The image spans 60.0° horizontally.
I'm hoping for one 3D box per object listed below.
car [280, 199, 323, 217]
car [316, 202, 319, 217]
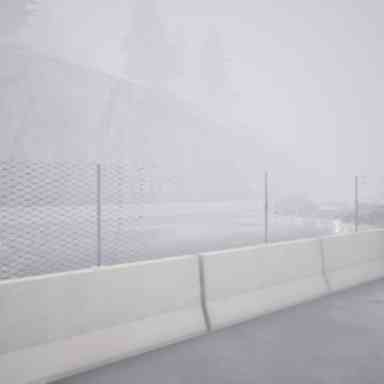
[{"bbox_3d":[10.454,1.459,31.558,1.837,1.490,4.892,0,0,45],"label":"car"},{"bbox_3d":[12.523,1.472,28.671,1.812,1.442,4.674,0,0,45],"label":"car"}]
